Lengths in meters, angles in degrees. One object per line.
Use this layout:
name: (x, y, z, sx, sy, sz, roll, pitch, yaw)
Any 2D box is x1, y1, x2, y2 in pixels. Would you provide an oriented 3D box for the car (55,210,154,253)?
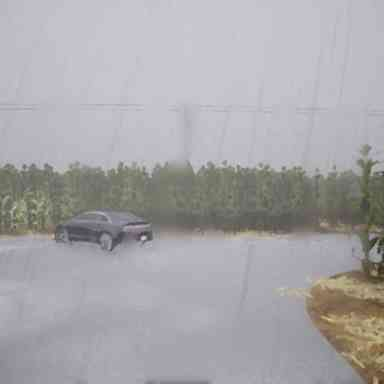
car: (-3.758, 1.494, 13.832, 4.902, 1.511, 2.128, 0, -1, 37)
